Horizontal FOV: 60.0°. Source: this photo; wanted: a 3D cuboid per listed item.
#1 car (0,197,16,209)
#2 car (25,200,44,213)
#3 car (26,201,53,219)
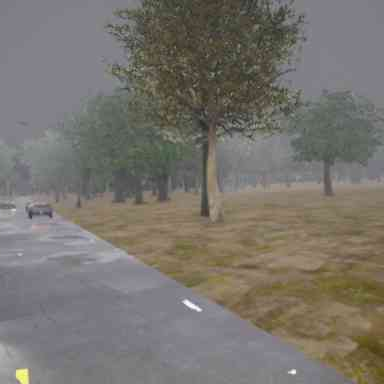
[{"bbox_3d":[-24.980,1.420,44.958,2.097,1.767,4.553,0,0,-27],"label":"car"},{"bbox_3d":[-18.534,1.654,39.148,1.895,1.301,4.718,0,0,-27],"label":"car"},{"bbox_3d":[-13.569,1.523,29.667,2.128,1.511,4.902,0,0,-27],"label":"car"}]
